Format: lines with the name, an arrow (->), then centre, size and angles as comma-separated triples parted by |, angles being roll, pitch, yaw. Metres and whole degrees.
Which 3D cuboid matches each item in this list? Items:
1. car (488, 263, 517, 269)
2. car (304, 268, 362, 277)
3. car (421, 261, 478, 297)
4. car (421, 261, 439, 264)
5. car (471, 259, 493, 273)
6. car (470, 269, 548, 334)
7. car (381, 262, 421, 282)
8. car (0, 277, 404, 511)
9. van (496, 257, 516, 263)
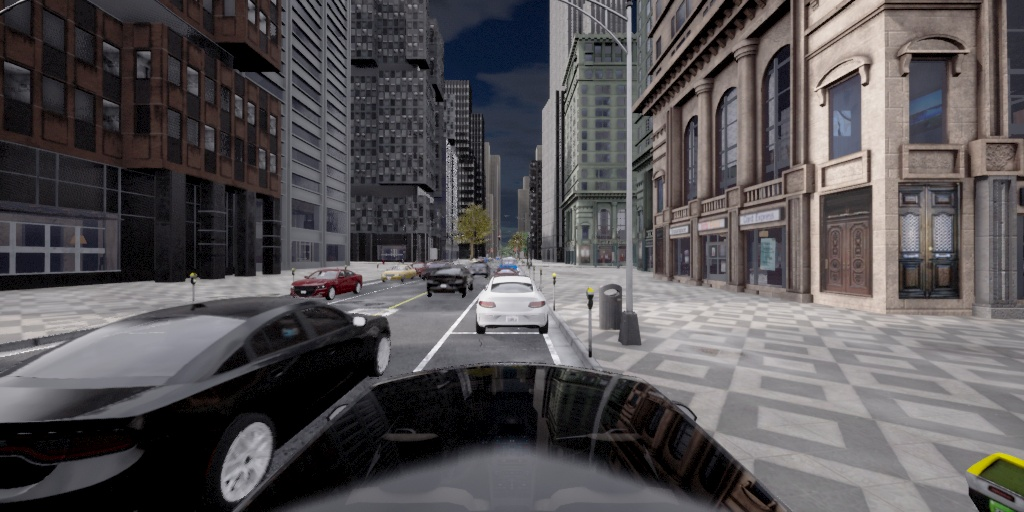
car -> -0.373, 1.334, 23.087 | 1.802, 1.307, 4.207 | 0, 0, 0
car -> -8.919, 1.296, 17.578 | 1.888, 1.381, 4.507 | 0, 0, 0
car -> -3.146, 1.229, 18.997 | 1.882, 1.535, 5.008 | 0, 0, 0
car -> -6.246, 1.300, 30.426 | 2.033, 1.411, 5.357 | 0, 0, 0
car -> -3.049, 1.301, 34.123 | 2.033, 1.411, 5.357 | 0, 0, 0
car -> 0.003, 1.276, 10.500 | 1.812, 1.442, 4.674 | 0, 0, 0
car -> -8.921, 1.278, 28.459 | 1.751, 1.417, 4.829 | 0, 0, 0
car -> -3.051, 1.228, 4.317 | 1.882, 1.535, 5.008 | 0, 0, 0
van -> -0.371, 1.094, 34.137 | 1.690, 1.789, 3.998 | 0, 0, 0
